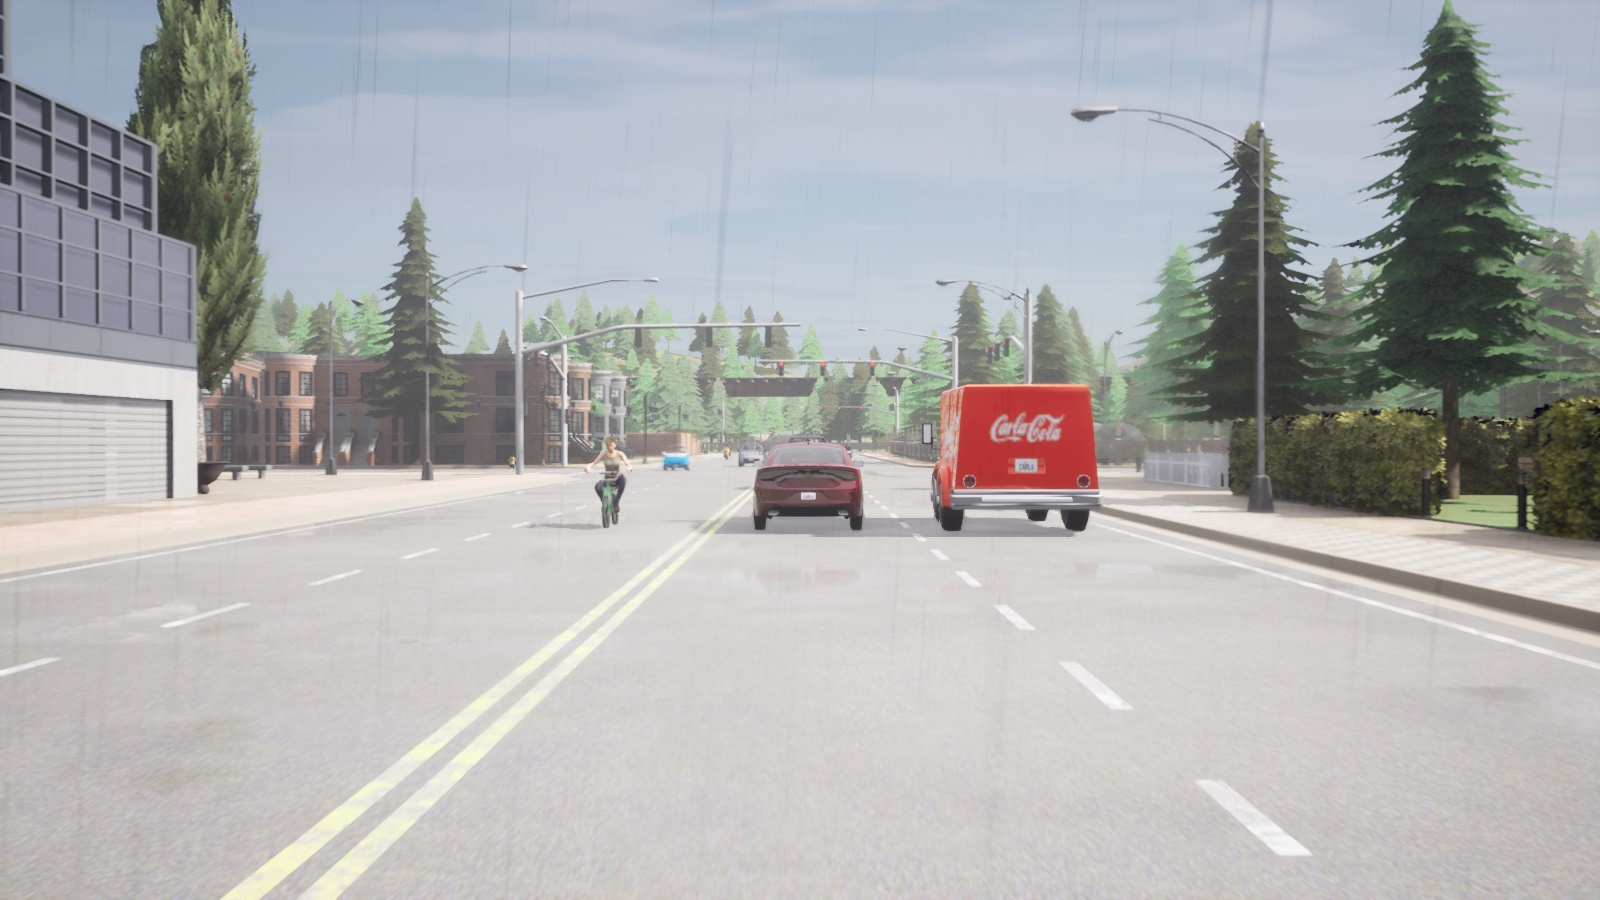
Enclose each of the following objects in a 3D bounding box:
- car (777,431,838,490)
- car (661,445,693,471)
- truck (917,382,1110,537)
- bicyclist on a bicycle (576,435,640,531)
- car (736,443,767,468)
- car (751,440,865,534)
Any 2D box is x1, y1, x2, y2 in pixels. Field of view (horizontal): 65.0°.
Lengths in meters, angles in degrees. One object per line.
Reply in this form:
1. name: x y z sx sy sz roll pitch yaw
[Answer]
1. car: 0.258 0.328 41.712 1.932 1.855 4.605 0 0 0
2. car: -6.591 0.416 67.417 1.481 1.376 2.207 0 0 0
3. truck: 3.648 0.135 22.668 2.627 2.467 5.204 0 0 0
4. bicyclist on a bicycle: -3.351 0.556 22.028 0.866 1.612 1.509 0 0 1
5. car: -3.023 0.313 78.879 1.845 1.501 3.633 0 0 0
6. car: 0.151 0.594 23.186 1.882 1.535 5.008 0 0 0
